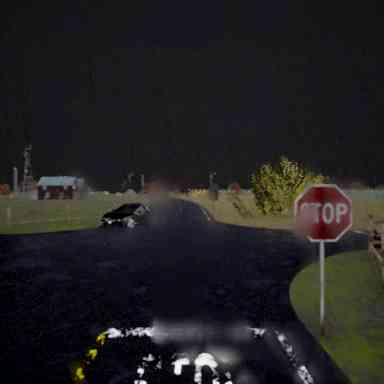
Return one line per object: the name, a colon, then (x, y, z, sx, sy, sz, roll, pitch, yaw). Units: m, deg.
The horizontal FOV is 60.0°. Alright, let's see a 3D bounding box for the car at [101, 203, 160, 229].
car: (-3.832, 1.507, 21.570, 1.837, 1.490, 4.892, 3, 2, 23)
